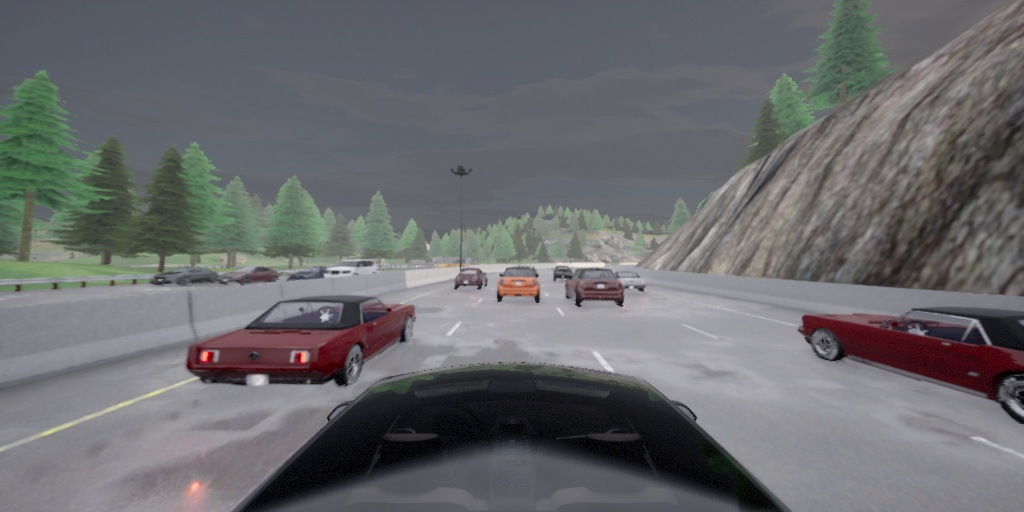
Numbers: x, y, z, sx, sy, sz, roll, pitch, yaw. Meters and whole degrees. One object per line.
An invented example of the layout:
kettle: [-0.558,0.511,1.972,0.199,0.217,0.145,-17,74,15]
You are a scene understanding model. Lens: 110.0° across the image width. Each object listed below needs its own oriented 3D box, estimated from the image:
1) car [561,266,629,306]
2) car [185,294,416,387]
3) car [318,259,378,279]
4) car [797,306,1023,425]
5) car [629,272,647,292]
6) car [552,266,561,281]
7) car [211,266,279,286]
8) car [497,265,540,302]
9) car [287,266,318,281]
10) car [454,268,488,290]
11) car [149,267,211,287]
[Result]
car: [3.808,1.324,17.300,2.097,1.767,4.553,0,-1,1]
car: [-3.363,1.400,7.017,1.895,1.301,4.718,0,-1,1]
car: [-13.269,1.261,30.000,2.150,2.045,5.566,0,-1,5]
car: [7.119,1.442,5.637,1.895,1.301,4.718,0,-1,1]
car: [7.575,1.688,24.539,1.895,1.301,4.718,0,-1,3]
car: [5.125,1.733,36.568,1.837,1.490,4.892,0,-1,6]
car: [-20.421,1.496,28.067,1.812,1.442,4.674,0,-1,4]
car: [0.360,1.325,18.917,2.097,1.767,4.553,0,-1,2]
car: [-16.716,1.575,30.801,2.033,1.411,5.357,0,-1,5]
car: [-2.858,1.567,25.633,1.812,1.442,4.674,0,-1,3]
car: [-24.005,1.494,26.555,1.994,1.385,4.181,0,-1,3]
